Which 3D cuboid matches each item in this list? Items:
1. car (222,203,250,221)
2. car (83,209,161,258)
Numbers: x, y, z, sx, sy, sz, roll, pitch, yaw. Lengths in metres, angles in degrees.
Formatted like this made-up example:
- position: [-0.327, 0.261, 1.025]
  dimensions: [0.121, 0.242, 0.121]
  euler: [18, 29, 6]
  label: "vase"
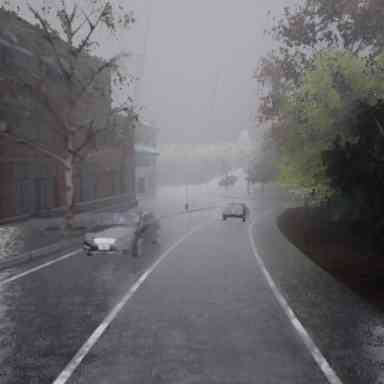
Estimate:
- position: [3.737, 1.611, 27.832]
  dimensions: [2.033, 1.411, 5.357]
  euler: [2, 0, 14]
  label: "car"
- position: [-2.445, 1.445, 12.741]
  dimensions: [2.128, 1.511, 4.902]
  euler: [1, 0, 7]
  label: "car"
